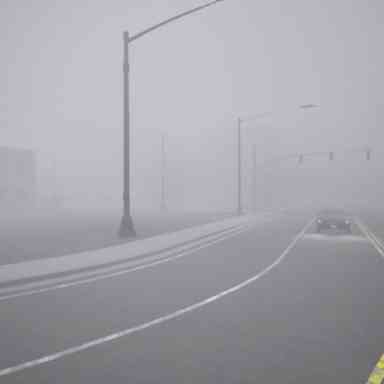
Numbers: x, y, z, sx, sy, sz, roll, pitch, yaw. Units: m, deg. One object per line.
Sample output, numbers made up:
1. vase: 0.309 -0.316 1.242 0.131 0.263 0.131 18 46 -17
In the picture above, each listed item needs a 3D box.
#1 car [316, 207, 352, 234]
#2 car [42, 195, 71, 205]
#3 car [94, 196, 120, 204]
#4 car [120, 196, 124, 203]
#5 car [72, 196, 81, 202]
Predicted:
1. car: 8.720 1.655 20.491 1.812 1.442 4.674 -1 -1 23
2. car: -25.728 1.588 62.062 4.902 1.511 2.128 0 0 25
3. car: -18.285 1.623 70.239 5.008 1.535 1.882 0 0 24
4. car: -16.841 1.690 73.427 4.902 1.511 2.128 0 0 24
5. car: -28.994 1.565 78.935 5.357 1.411 2.033 0 0 24
